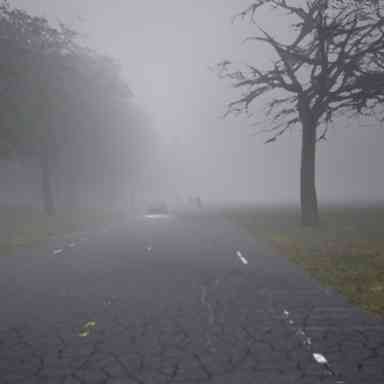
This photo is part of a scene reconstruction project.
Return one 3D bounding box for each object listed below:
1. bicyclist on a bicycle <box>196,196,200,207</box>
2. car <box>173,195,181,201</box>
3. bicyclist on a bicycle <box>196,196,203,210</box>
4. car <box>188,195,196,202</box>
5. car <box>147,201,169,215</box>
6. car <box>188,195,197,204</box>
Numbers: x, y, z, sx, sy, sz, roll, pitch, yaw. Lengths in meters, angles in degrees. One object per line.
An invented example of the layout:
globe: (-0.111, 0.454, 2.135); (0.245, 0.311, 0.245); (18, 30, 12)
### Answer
bicyclist on a bicycle: (0.975, 1.476, 53.007); (0.659, 1.776, 1.843); (0, 0, 0)
car: (-3.481, 1.348, 77.584); (2.033, 1.411, 5.357); (0, 0, 0)
bicyclist on a bicycle: (0.957, 1.549, 43.086); (0.866, 1.612, 1.509); (0, 1, 0)
car: (0.019, 1.516, 78.686); (1.812, 1.442, 4.674); (0, 0, 0)
car: (-3.584, 1.677, 35.795); (1.994, 1.385, 4.181); (0, 0, 0)
car: (0.016, 1.623, 66.650); (2.033, 1.411, 5.357); (0, 0, 0)
